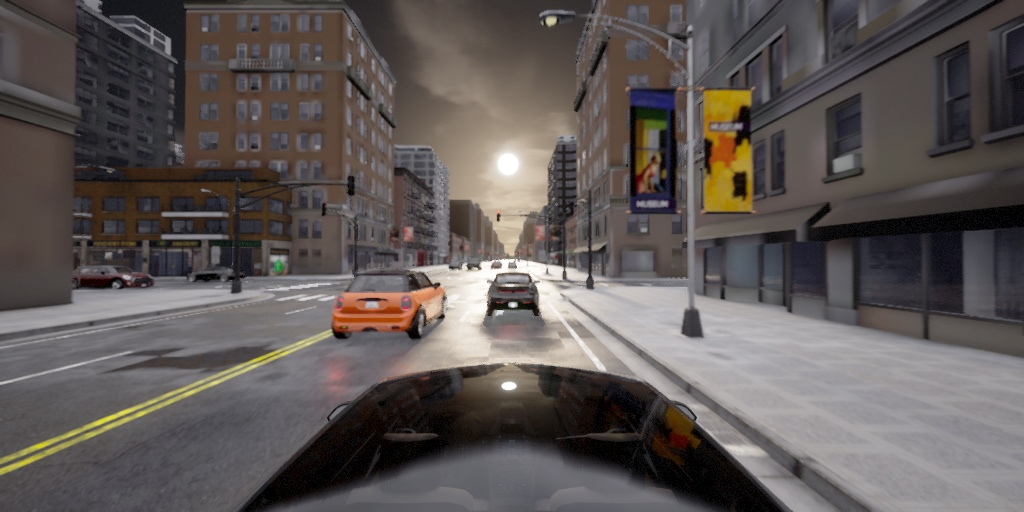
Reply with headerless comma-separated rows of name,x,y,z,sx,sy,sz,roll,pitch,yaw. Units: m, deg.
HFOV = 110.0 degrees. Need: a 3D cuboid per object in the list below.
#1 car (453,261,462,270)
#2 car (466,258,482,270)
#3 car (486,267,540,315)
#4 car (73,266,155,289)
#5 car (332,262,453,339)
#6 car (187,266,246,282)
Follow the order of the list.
car,-9.735,1.691,61.923,1.837,1.490,4.892,0,0,1
car,-6.485,1.409,61.958,2.150,2.045,5.566,0,0,1
car,0.052,1.346,13.984,1.837,1.490,4.892,0,0,1
car,-25.400,1.330,22.830,4.097,1.591,1.967,0,0,0
car,-3.235,1.167,10.445,2.097,1.767,4.553,0,0,0
car,-25.352,1.546,30.854,4.313,1.339,1.948,0,0,0
